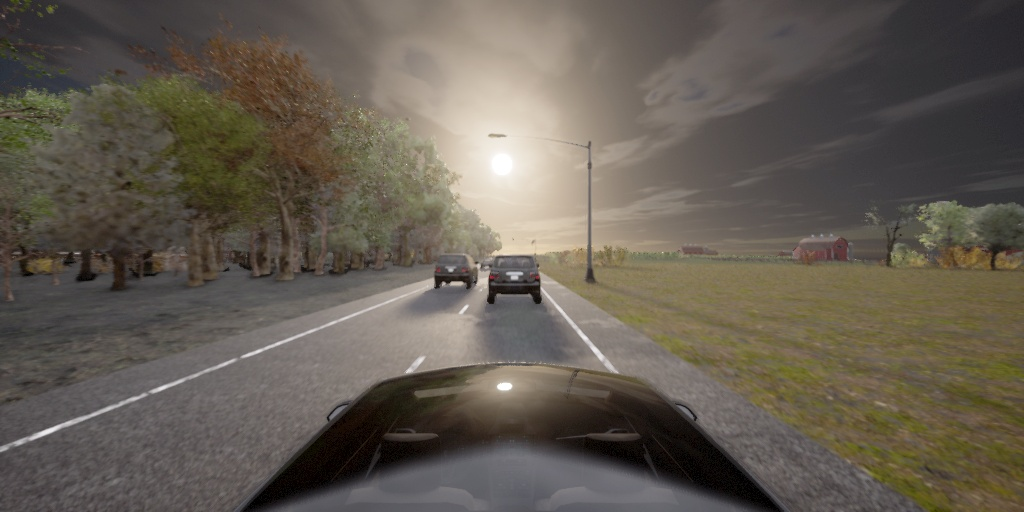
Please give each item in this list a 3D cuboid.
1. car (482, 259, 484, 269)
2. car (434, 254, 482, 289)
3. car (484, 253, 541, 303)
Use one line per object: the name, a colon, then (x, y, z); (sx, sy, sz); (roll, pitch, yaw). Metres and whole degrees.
car: (-3.403, 1.035, 51.407); (2.128, 1.511, 4.902); (0, 0, 0)
car: (-3.402, 0.886, 22.636); (2.150, 2.045, 5.566); (0, 0, 0)
car: (0.098, 0.913, 16.372); (2.150, 2.045, 5.566); (0, 0, 0)
